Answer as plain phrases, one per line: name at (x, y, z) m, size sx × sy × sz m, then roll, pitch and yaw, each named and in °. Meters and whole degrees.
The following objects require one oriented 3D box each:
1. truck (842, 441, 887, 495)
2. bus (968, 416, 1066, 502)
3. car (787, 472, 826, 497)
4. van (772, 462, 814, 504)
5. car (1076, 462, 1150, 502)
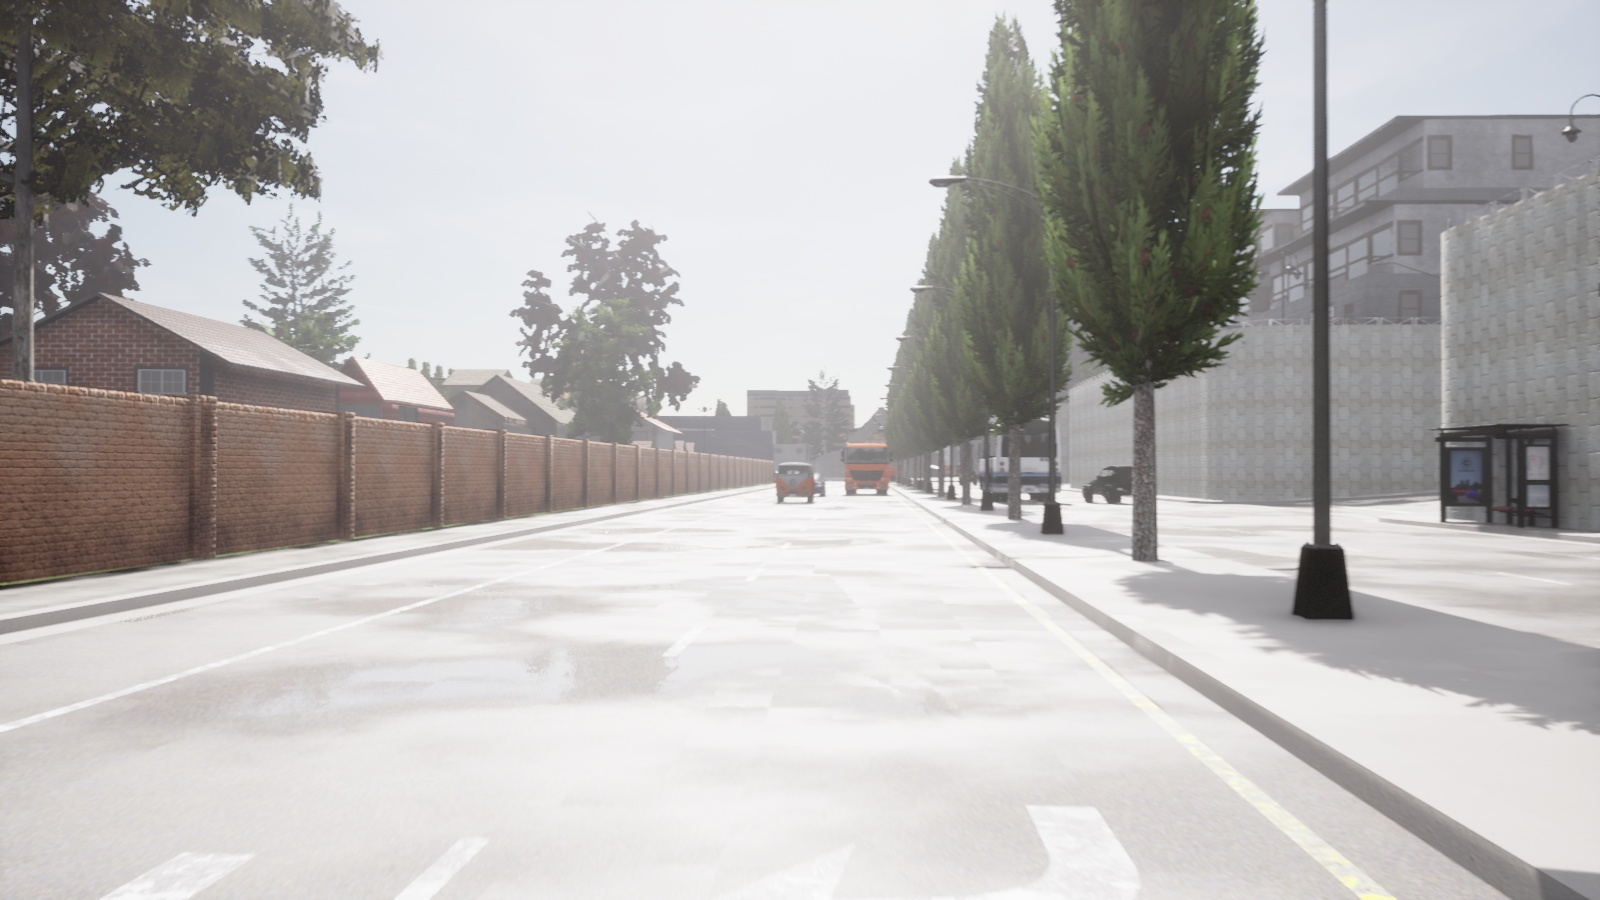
truck at (4.329, 1.223, 84.230) m, size 2.891 × 3.462 × 7.936 m, roll 0°, pitch -1°, yaw 3°
bus at (11.509, 0.518, 67.675) m, size 3.944 × 4.253 × 10.273 m, roll 0°, pitch -1°, yaw 3°
car at (0.448, 2.094, 76.593) m, size 2.163 × 1.488 × 4.792 m, roll 0°, pitch -1°, yaw 3°
van at (-0.316, 1.595, 61.334) m, size 1.775 × 1.987 × 4.442 m, roll 0°, pitch -1°, yaw 3°
car at (15.371, 1.572, 61.885) m, size 1.905 × 1.878 × 3.866 m, roll 0°, pitch -1°, yaw -14°
